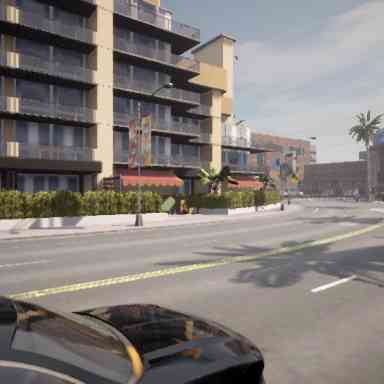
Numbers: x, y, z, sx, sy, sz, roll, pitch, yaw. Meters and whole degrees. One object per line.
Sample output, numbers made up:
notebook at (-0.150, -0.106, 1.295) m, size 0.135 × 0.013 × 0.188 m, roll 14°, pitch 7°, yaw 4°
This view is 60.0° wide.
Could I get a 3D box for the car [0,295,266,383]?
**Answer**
car at (-1.632, 1.470, 2.115) m, size 5.008 × 1.535 × 1.882 m, roll 0°, pitch 0°, yaw -35°
